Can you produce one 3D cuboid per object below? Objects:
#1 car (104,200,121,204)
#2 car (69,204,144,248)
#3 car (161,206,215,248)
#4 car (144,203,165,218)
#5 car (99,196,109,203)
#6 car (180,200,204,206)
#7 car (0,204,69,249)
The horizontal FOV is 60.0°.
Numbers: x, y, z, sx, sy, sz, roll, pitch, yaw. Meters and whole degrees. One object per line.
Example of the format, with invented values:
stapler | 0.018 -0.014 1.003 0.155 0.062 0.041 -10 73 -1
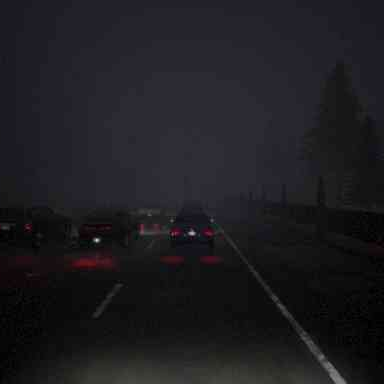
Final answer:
car | -7.000 1.616 29.680 1.895 1.301 4.718 0 0 0
car | -3.500 1.516 14.650 1.837 1.490 4.892 0 0 0
car | 0.000 1.563 14.650 2.033 1.411 5.357 0 0 0
car | -3.500 1.616 29.680 1.895 1.301 4.718 0 0 0
car | -19.239 1.547 72.904 1.994 1.385 4.181 0 0 -11
car | 0.000 1.485 29.650 1.882 1.535 5.008 0 0 0
car | -7.000 1.366 14.620 2.097 1.767 4.553 0 0 0
